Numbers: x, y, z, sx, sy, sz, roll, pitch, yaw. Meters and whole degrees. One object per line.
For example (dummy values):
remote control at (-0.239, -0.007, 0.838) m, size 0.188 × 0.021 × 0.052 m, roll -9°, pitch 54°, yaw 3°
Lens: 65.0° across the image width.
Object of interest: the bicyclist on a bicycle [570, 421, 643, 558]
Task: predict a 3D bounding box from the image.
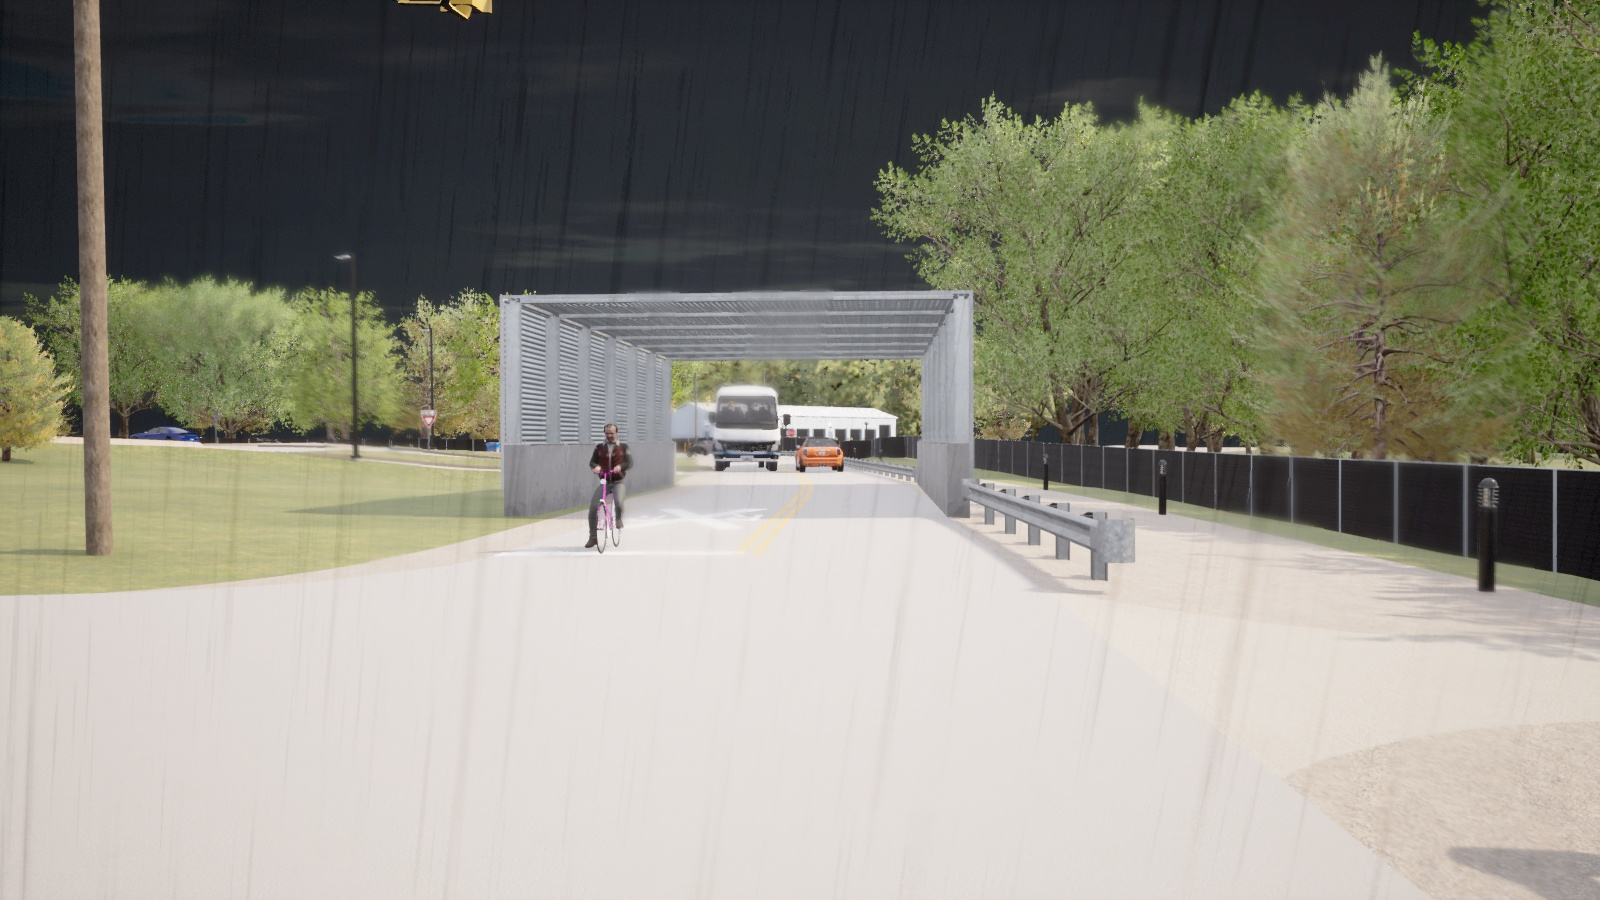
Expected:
bicyclist on a bicycle at (-2.633, 0.512, 17.259) m, size 0.659 × 1.776 × 1.843 m, roll 0°, pitch 0°, yaw 2°

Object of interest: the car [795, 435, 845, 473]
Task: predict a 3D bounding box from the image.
car at (0.910, 0.165, 61.020) m, size 2.097 × 1.767 × 4.553 m, roll 0°, pitch 0°, yaw -3°

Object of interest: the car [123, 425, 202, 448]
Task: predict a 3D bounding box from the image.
car at (-44.246, -0.930, 87.163) m, size 5.008 × 1.535 × 1.882 m, roll 1°, pitch -2°, yaw 19°

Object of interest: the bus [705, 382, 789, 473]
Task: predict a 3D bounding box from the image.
bus at (-2.832, -1.115, 64.574) m, size 3.944 × 4.253 × 10.273 m, roll 1°, pitch 1°, yaw -4°
